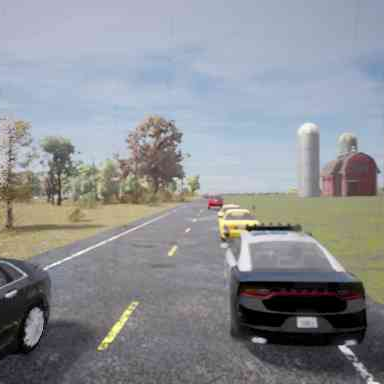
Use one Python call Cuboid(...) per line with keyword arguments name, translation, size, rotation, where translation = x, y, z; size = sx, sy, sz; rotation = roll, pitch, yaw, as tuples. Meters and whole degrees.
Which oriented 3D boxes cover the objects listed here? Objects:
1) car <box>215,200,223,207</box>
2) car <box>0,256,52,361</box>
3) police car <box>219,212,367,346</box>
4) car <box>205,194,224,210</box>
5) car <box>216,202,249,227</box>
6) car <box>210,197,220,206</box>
Cuboid(name="car", translation=(2.687, 1.555, 22.823), size=(1.801, 1.575, 5.366), rotation=(0, 0, 4))
Cuboid(name="car", translation=(-3.259, 1.542, 3.449), size=(1.837, 1.490, 4.892), rotation=(0, 0, 4))
Cuboid(name="police car", translation=(1.622, 1.451, 6.777), size=(1.930, 1.638, 5.238), rotation=(0, 0, 4))
Cuboid(name="car", translation=(3.295, 1.429, 46.922), size=(2.150, 2.045, 5.566), rotation=(0, 0, 3))
Cuboid(name="car", translation=(2.290, 1.528, 16.836), size=(1.801, 1.575, 5.366), rotation=(0, 0, 4))
Cuboid(name="car", translation=(4.354, 1.780, 63.784), size=(1.837, 1.490, 4.892), rotation=(0, 0, 4))
